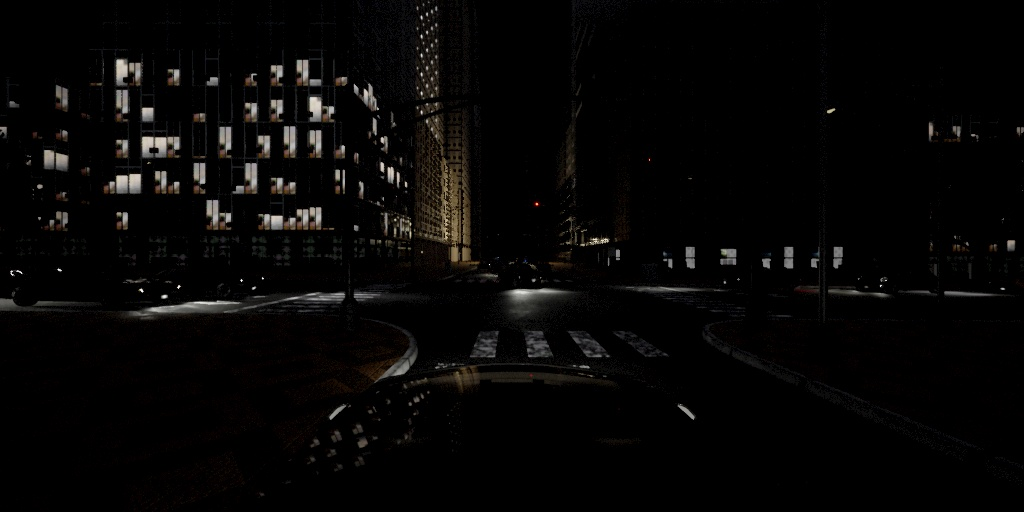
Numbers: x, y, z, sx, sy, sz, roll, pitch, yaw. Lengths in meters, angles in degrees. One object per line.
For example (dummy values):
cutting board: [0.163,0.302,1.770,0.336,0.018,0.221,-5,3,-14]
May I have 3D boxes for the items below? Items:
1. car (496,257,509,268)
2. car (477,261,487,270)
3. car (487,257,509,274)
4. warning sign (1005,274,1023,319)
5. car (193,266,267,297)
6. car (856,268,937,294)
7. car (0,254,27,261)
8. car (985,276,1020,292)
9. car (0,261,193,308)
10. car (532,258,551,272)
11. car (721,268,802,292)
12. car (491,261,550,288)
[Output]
car: [-1.542,1.107,59.647,2.097,1.767,4.553,0,0,0]
car: [-3.994,1.343,51.050,1.802,1.307,4.207,0,0,0]
car: [-1.494,1.242,41.886,1.882,1.535,5.008,0,0,0]
warning sign: [17.281,1.204,11.741,1.060,1.860,1.300,0,0,-3]
car: [-14.011,1.118,16.315,4.718,1.301,1.895,1,0,-3]
car: [26.746,1.606,24.885,4.553,1.767,2.097,1,0,-3]
car: [-22.916,0.706,15.911,4.553,1.767,2.097,1,0,-3]
car: [36.761,2.035,25.336,4.718,1.301,1.895,1,0,-2]
car: [-15.290,1.042,13.035,5.357,1.411,2.033,1,0,0]
car: [3.955,1.329,45.552,1.948,1.339,4.313,0,0,0]
car: [16.900,1.570,24.437,4.902,1.511,2.128,1,0,-3]
car: [0.436,1.279,24.091,1.837,1.490,4.892,-1,0,-21]
